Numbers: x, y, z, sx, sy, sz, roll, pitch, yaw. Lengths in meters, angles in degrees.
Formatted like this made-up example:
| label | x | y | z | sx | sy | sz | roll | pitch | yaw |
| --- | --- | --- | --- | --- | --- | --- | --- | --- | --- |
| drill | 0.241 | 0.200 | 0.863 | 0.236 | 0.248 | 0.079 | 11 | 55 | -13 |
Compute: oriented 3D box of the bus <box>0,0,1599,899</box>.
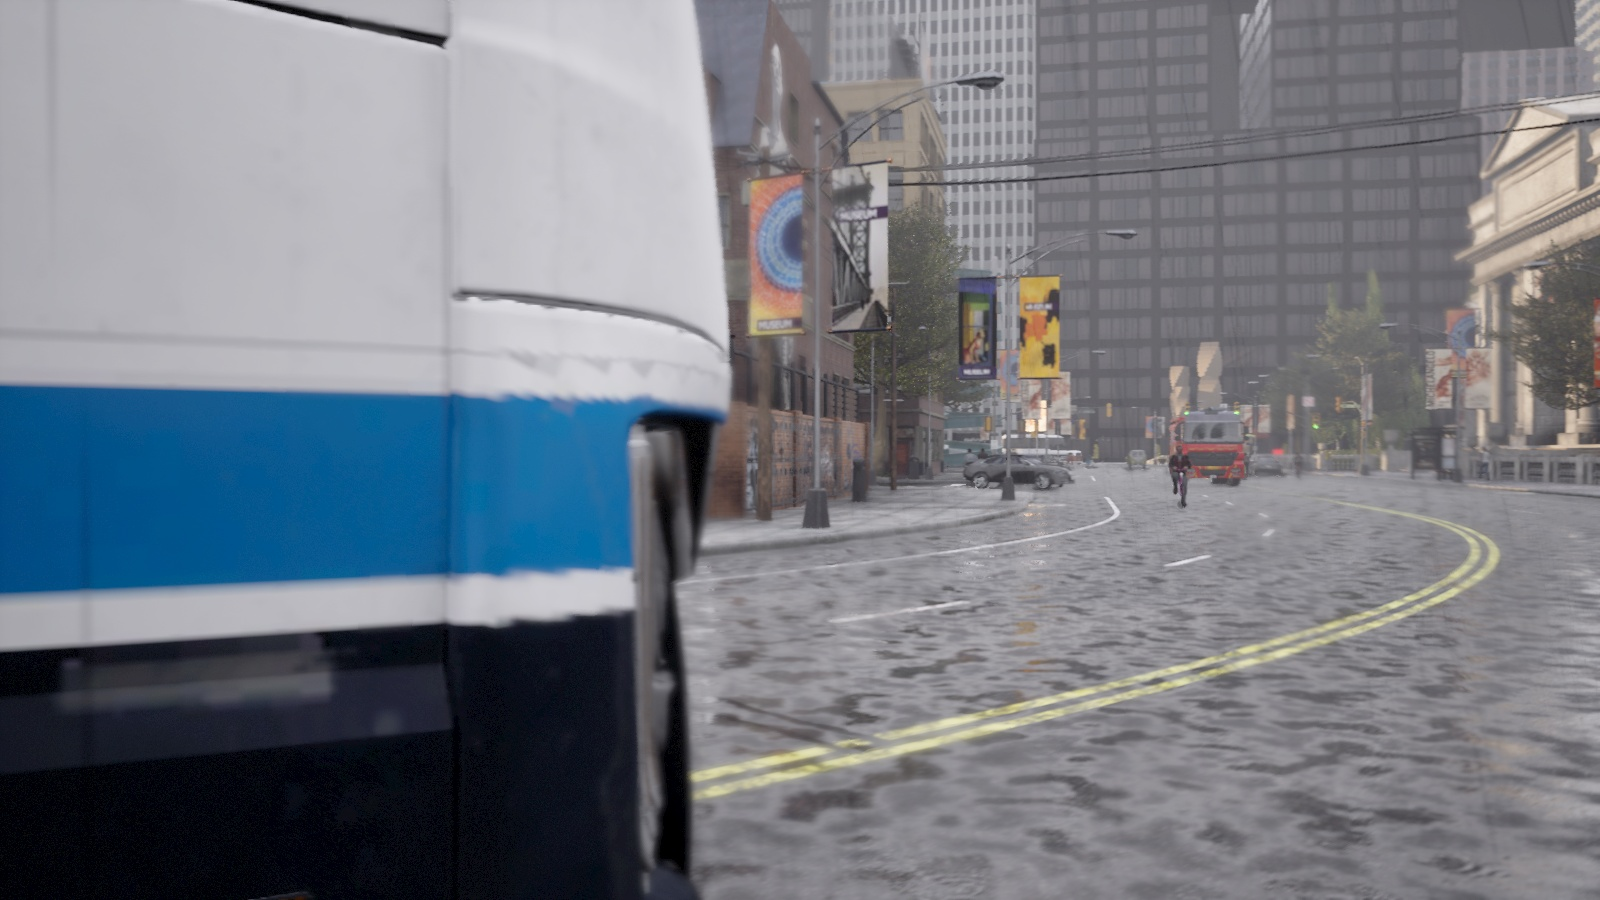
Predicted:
| label | x | y | z | sx | sy | sz | roll | pitch | yaw |
| --- | --- | --- | --- | --- | --- | --- | --- | --- | --- |
| bus | -4.570 | -0.617 | 0.458 | 10.273 | 4.253 | 3.944 | 0 | 0 | -28 |

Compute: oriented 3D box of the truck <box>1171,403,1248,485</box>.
| label | x | y | z | sx | sy | sz | roll | pitch | yaw |
| --- | --- | --- | --- | --- | --- | --- | --- | --- | --- |
| truck | 20.330 | -0.266 | 62.769 | 2.891 | 3.827 | 8.468 | 0 | 0 | 13 |

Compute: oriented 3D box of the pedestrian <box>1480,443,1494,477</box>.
| label | x | y | z | sx | sy | sz | roll | pitch | yaw |
| --- | --- | --- | --- | --- | --- | --- | --- | --- | --- |
| pedestrian | 36.497 | 0.524 | 66.717 | 0.354 | 1.836 | 0.706 | 0 | 0 | 3 |

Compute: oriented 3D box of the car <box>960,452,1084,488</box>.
| label | x | y | z | sx | sy | sz | roll | pitch | yaw |
| --- | --- | --- | --- | --- | --- | --- | --- | --- | --- |
| car | 9.676 | 0.858 | 54.897 | 4.902 | 1.511 | 2.128 | 0 | 0 | 31 |

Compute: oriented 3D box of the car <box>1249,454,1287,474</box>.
| label | x | y | z | sx | sy | sz | roll | pitch | yaw |
| --- | --- | --- | --- | --- | --- | --- | --- | --- | --- |
| car | 33.581 | 1.018 | 90.242 | 1.994 | 1.385 | 4.181 | 0 | 0 | 13 |

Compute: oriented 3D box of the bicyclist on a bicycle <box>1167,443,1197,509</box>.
| label | x | y | z | sx | sy | sz | roll | pitch | yaw |
| --- | --- | --- | --- | --- | --- | --- | --- | --- | --- |
| bicyclist on a bicycle | 10.475 | 0.702 | 34.470 | 0.659 | 1.776 | 1.843 | 0 | 0 | 13 |
